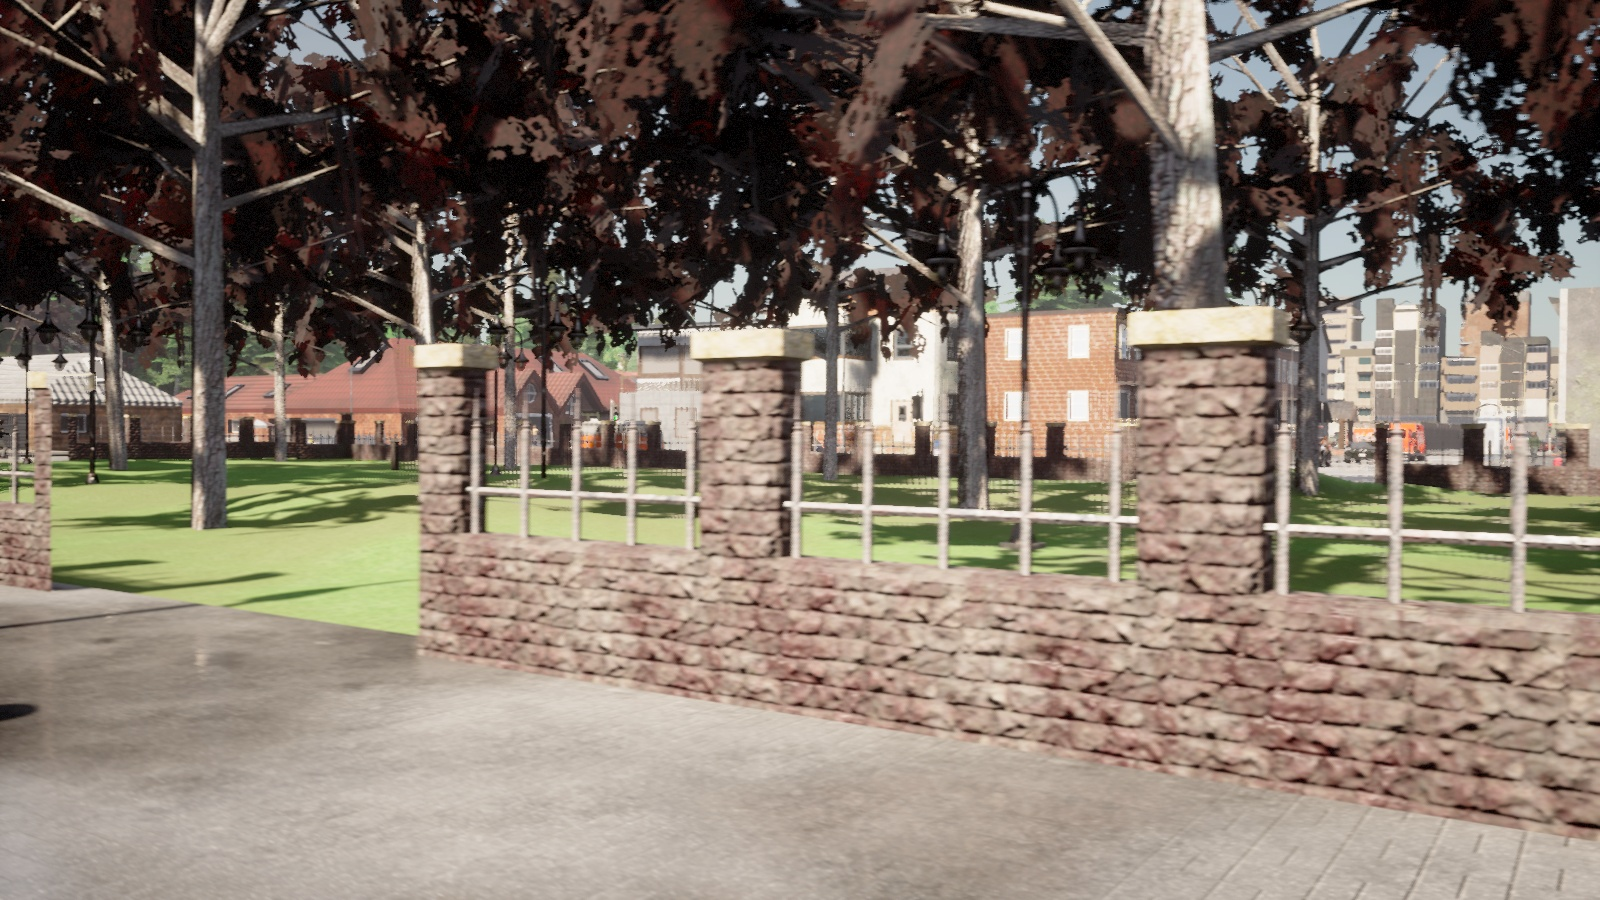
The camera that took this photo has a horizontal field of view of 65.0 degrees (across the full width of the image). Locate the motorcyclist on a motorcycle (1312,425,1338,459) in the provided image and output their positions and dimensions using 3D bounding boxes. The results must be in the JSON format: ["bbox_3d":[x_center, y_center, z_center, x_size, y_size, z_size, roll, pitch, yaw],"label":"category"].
[{"bbox_3d":[26.151,-0.408,62.509,0.766,1.649,2.350,0,1,34],"label":"motorcyclist on a motorcycle"}]

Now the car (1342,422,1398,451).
[{"bbox_3d":[33.236,-0.788,73.137,2.152,1.651,5.027,0,1,34],"label":"car"}]

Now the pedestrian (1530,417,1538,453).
[{"bbox_3d":[37.740,-0.781,64.565,0.353,1.847,0.614,0,1,34],"label":"pedestrian"}]

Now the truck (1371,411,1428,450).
[{"bbox_3d":[39.266,-1.218,82.175,2.627,2.467,5.204,0,0,34],"label":"truck"}]

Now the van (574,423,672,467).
[{"bbox_3d":[-8.389,-0.249,59.322,4.442,1.987,1.775,0,1,31],"label":"van"}]
